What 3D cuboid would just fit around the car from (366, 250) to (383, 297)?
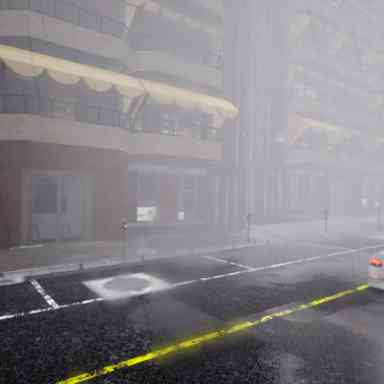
[{"bbox_3d":[5.633,1.531,7.297,4.674,1.442,1.812,0,0,-35],"label":"car"}]
